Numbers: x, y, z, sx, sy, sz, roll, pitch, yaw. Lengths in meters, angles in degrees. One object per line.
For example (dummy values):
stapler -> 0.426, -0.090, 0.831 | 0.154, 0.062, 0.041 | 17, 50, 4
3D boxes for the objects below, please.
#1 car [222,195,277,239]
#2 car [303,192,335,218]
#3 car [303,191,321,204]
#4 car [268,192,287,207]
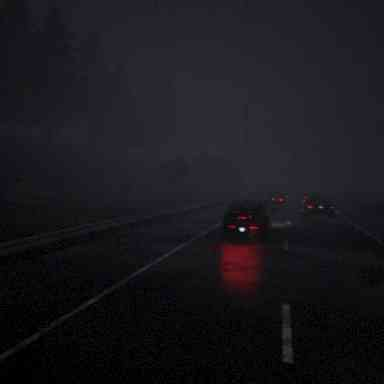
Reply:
car -> 2.598, 1.092, 14.866 | 1.837, 1.490, 4.892 | 1, 2, 17
car -> 8.886, 0.952, 23.330 | 2.033, 1.411, 5.357 | 1, 2, 18
car -> 14.073, 0.600, 39.159 | 1.895, 1.301, 4.718 | 1, 2, 19
car -> 8.208, 0.677, 32.651 | 2.033, 1.411, 5.357 | 1, 2, 18
